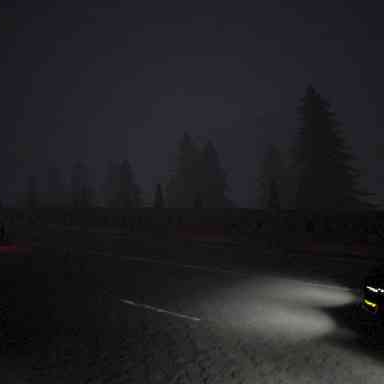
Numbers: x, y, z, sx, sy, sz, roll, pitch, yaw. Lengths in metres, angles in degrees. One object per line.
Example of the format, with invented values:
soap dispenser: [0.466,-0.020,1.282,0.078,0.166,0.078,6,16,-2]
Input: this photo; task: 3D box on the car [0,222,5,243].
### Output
car: [-10.897,1.719,16.063,4.892,1.490,1.837,-1,0,35]

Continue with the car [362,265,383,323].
car: [5.114,1.488,4.644,4.892,1.490,1.837,0,0,35]
